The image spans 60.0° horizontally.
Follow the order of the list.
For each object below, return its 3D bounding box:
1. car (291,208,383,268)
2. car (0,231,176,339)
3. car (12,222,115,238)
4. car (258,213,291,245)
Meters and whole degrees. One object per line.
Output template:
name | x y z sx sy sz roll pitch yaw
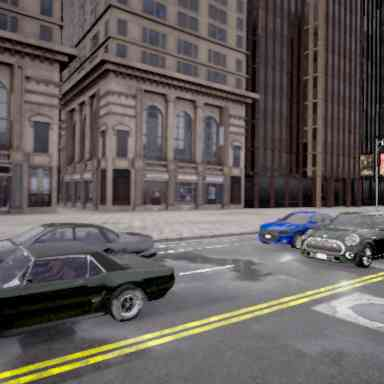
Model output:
car | 5.971 1.486 11.904 4.553 1.767 2.097 1 0 -35
car | -2.726 1.604 5.739 4.718 1.301 1.895 1 0 -35
car | -3.576 1.561 9.121 5.357 1.411 2.033 1 0 -36
car | 5.217 1.624 15.350 5.008 1.535 1.882 1 -1 -35
